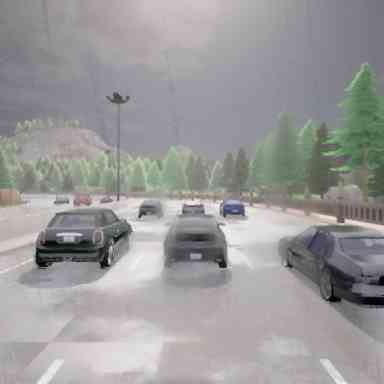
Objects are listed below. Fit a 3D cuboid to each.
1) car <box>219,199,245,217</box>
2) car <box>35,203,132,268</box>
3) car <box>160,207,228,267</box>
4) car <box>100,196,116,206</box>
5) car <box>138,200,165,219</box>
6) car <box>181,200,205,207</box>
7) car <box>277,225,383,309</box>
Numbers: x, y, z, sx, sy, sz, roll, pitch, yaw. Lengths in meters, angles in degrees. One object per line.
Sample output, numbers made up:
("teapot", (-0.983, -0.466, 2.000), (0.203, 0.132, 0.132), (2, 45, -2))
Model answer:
("car", (3.550, 1.389, 30.053), (1.882, 1.535, 5.008), (0, 0, -1))
("car", (-3.397, 1.319, 11.321), (2.097, 1.767, 4.553), (0, 0, 0))
("car", (0.103, 1.471, 11.292), (1.837, 1.490, 4.892), (0, 0, 0))
("car", (-12.979, 1.397, 51.396), (2.033, 1.411, 5.357), (0, 0, -11))
("car", (-3.426, 1.421, 28.567), (1.837, 1.490, 4.892), (0, 0, -1))
("car", (0.077, 1.408, 28.490), (2.128, 1.511, 4.902), (0, 0, -1))
("car", (3.602, 1.523, 8.084), (2.033, 1.411, 5.357), (0, 0, 0))
